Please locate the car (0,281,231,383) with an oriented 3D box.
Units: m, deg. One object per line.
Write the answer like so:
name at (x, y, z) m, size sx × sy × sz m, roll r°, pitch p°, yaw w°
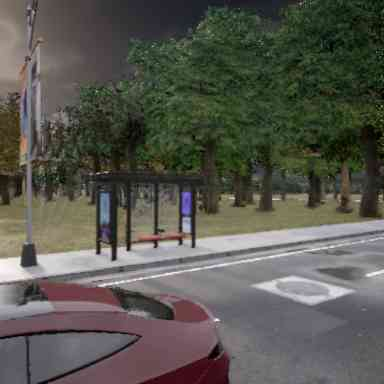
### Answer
car at (-1.785, 1.526, 2.412) m, size 4.674 × 1.442 × 1.812 m, roll 0°, pitch 0°, yaw -35°
